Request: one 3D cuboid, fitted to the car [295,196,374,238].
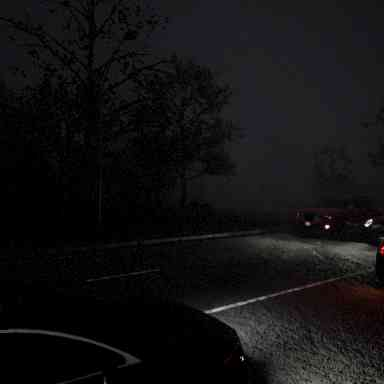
[{"bbox_3d":[8.019,1.221,18.069,5.566,2.045,2.150,0,0,-34],"label":"car"}]

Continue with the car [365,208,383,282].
[{"bbox_3d":[6.669,1.352,8.374,4.553,1.767,2.097,0,0,-35],"label":"car"}]

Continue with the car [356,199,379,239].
[{"bbox_3d":[9.766,1.352,15.020,4.553,1.767,2.097,0,0,-34],"label":"car"}]

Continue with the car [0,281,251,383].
[{"bbox_3d":[-1.674,1.506,2.520,4.892,1.490,1.837,0,0,-36],"label":"car"}]
